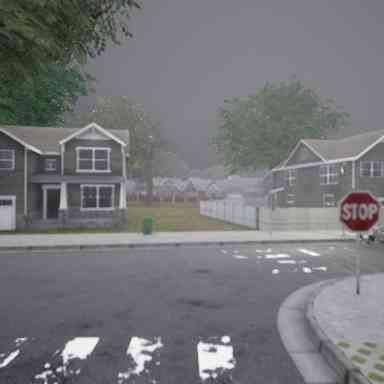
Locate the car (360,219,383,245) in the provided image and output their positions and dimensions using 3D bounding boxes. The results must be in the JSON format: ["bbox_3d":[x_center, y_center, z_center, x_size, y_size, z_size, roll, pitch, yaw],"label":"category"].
[{"bbox_3d":[9.912,1.677,14.964,4.902,1.511,2.128,0,-1,-13],"label":"car"}]
